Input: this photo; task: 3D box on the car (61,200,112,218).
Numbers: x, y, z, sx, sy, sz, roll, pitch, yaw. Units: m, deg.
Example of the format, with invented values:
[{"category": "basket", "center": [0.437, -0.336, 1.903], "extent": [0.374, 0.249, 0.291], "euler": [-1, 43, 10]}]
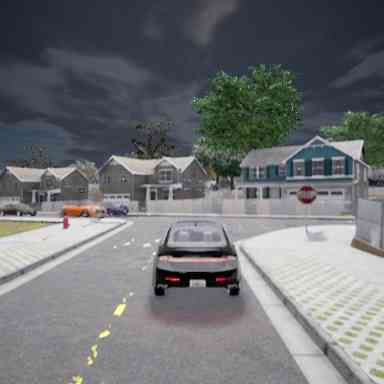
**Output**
[{"category": "car", "center": [-10.092, 1.551, 31.018], "extent": [4.553, 1.767, 2.097], "euler": [-2, -2, 32]}]

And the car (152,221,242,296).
[{"category": "car", "center": [0.104, 1.485, 8.598], "extent": [2.128, 1.511, 4.902], "euler": [0, 0, 0]}]

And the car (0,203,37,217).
[{"category": "car", "center": [-19.032, 1.983, 36.455], "extent": [4.892, 1.490, 1.837], "euler": [-2, -2, 31]}]

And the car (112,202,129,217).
[{"category": "car", "center": [-8.450, 1.770, 33.512], "extent": [4.674, 1.442, 1.812], "euler": [-2, -2, 32]}]
